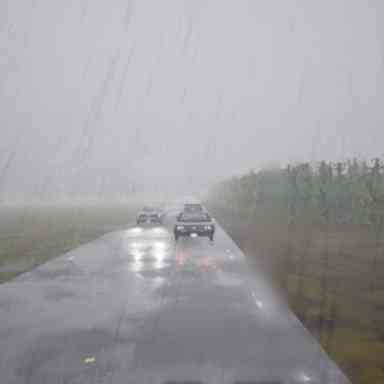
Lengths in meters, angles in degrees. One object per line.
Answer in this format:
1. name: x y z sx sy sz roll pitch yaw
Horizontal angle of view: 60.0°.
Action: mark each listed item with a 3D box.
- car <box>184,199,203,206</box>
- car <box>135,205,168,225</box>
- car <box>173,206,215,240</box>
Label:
1. car: 0.117 1.508 35.154 1.882 1.535 5.008 0 0 0
2. car: -2.846 1.618 23.975 1.895 1.301 4.718 0 0 0
3. car: 0.092 1.612 16.908 1.895 1.301 4.718 0 0 0
